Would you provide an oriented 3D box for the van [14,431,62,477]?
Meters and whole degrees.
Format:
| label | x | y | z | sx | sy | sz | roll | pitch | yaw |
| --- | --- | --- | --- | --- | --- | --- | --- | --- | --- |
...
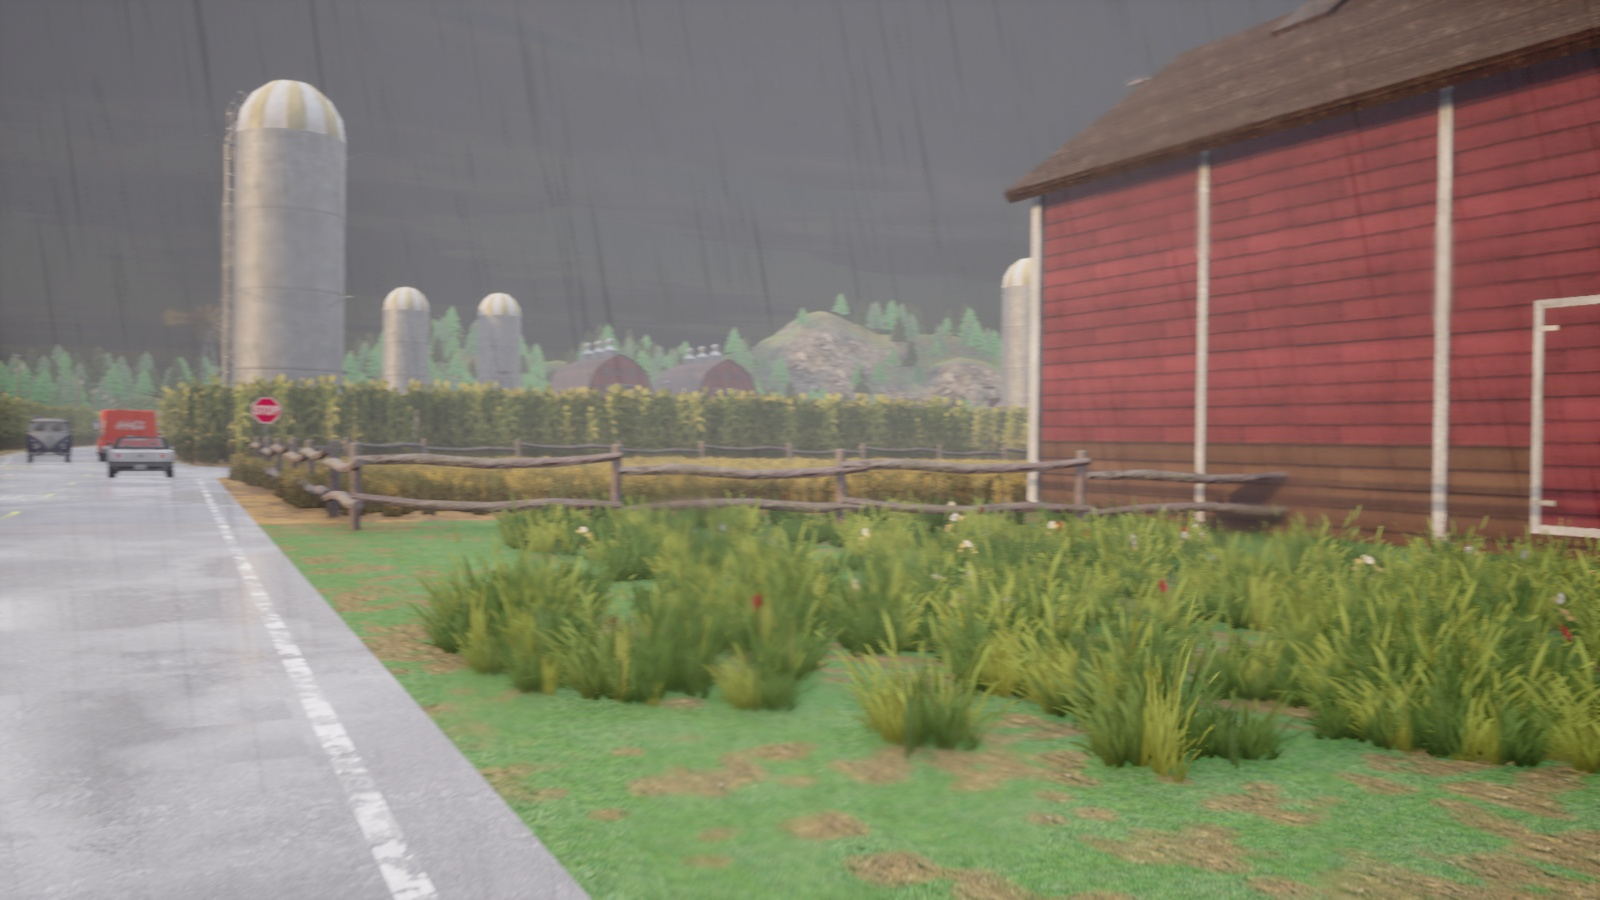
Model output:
| label | x | y | z | sx | sy | sz | roll | pitch | yaw |
| --- | --- | --- | --- | --- | --- | --- | --- | --- | --- |
| van | -34.510 | 0.169 | 56.855 | 1.775 | 1.987 | 4.442 | -1 | 1 | -32 |

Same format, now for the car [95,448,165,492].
| label | x | y | z | sx | sy | sz | roll | pitch | yaw |
| --- | --- | --- | --- | --- | --- | --- | --- | --- | --- |
| car | -21.616 | 0.594 | 40.588 | 1.895 | 1.301 | 4.718 | -1 | 1 | -28 |

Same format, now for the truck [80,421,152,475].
| label | x | y | z | sx | sy | sz | roll | pitch | yaw |
| --- | --- | --- | --- | --- | --- | --- | --- | --- | --- |
| truck | -32.917 | -0.108 | 60.373 | 2.627 | 2.467 | 5.204 | -1 | 1 | -33 |
